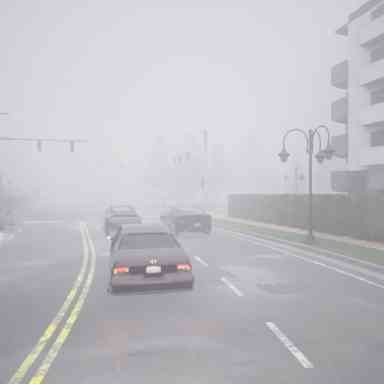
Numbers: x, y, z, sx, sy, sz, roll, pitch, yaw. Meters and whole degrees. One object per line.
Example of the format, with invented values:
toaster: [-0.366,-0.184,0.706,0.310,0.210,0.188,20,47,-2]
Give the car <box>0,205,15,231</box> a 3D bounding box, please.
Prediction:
car: [-12.287,1.548,20.594,2.033,1.411,5.357,0,0,-19]

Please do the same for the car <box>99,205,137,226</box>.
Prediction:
car: [-4.066,1.492,18.616,2.128,1.511,4.902,0,0,-19]

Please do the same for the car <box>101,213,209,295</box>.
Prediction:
car: [-1.290,1.548,8.898,2.033,1.411,5.357,0,0,-12]

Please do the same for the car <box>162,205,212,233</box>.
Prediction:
car: [-0.501,1.477,18.670,1.882,1.535,5.008,0,0,-18]
